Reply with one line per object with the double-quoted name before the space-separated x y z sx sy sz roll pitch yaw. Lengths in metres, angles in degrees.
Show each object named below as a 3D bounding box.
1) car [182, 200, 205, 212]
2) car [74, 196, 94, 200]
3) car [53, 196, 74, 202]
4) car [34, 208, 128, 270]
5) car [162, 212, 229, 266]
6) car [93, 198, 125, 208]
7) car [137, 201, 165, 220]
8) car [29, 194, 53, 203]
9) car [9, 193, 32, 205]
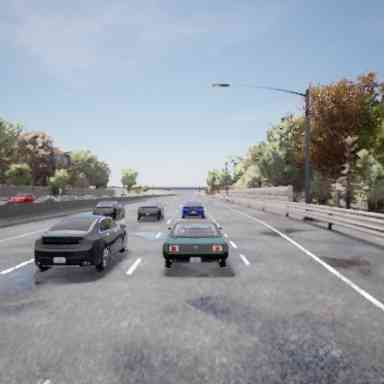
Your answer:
"car" 0.110 1.485 29.588 1.882 1.535 5.008 0 0 0
"car" -17.525 1.515 55.969 1.882 1.535 5.008 0 0 1
"car" -21.024 1.390 55.959 2.097 1.767 4.553 0 0 1
"car" -3.397 1.504 10.959 1.837 1.490 4.892 0 0 0
"car" 0.104 1.600 11.458 1.895 1.301 4.718 0 0 0
"car" -6.891 1.498 27.992 2.128 1.511 4.902 0 0 0
"car" -3.391 1.498 27.988 2.128 1.511 4.902 0 0 0
"car" -24.522 1.530 55.467 2.128 1.511 4.902 0 0 1
"car" -28.012 1.261 55.187 2.150 2.045 5.566 0 0 1
